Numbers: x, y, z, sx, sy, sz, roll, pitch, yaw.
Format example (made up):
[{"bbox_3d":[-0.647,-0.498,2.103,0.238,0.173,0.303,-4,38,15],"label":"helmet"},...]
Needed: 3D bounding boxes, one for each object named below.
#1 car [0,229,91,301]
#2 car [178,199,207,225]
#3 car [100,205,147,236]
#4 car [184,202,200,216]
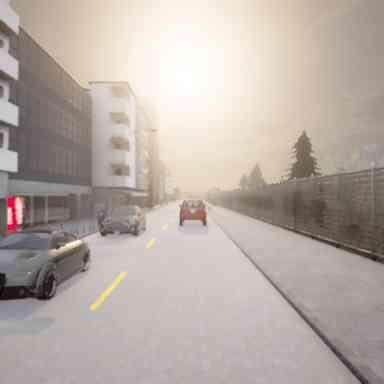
[{"bbox_3d":[-4.066,1.683,8.530,1.994,1.385,4.181,0,-1,0],"label":"car"},{"bbox_3d":[0.067,1.593,27.357,2.150,2.045,5.566,0,-1,0],"label":"car"},{"bbox_3d":[-4.065,1.629,20.293,2.097,1.767,4.553,0,-1,0],"label":"car"},{"bbox_3d":[0.049,2.030,40.738,1.882,1.535,5.008,0,-1,0],"label":"car"}]
